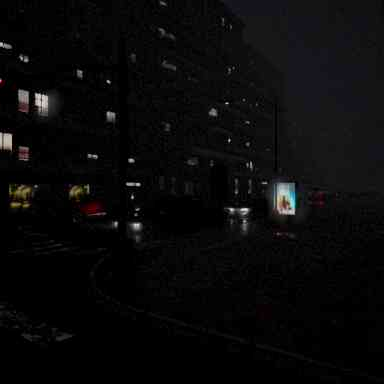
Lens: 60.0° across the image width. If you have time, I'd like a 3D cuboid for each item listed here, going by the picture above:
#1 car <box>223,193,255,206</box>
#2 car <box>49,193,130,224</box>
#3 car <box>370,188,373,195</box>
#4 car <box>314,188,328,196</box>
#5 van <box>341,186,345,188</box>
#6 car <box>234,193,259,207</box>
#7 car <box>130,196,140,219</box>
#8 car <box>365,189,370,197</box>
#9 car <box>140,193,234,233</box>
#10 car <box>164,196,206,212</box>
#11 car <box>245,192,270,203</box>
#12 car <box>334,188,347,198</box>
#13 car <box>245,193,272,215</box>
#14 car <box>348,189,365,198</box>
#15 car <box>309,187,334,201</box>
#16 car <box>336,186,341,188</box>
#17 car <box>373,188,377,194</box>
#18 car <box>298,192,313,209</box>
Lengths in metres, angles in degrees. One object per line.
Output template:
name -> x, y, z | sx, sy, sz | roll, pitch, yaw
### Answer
car -> 5.789, 0.828, 40.607 | 2.008, 1.369, 4.403 | 2, 2, 35
car -> -6.955, 1.009, 22.444 | 2.192, 1.841, 5.009 | 1, 2, 35
car -> 34.995, 0.095, 67.627 | 1.887, 1.381, 4.507 | 1, 2, 35
car -> 28.094, -0.025, 72.377 | 1.967, 1.590, 4.097 | 2, 2, 35
van -> 37.654, -0.447, 85.992 | 1.690, 1.788, 3.998 | 2, 2, 35
car -> 5.948, 0.873, 36.326 | 1.812, 1.442, 4.674 | 0, 1, 35
car -> -3.071, 0.993, 23.502 | 2.097, 1.767, 4.553 | 0, 1, 35
car -> 31.809, 0.097, 63.084 | 1.967, 1.590, 4.097 | 1, 2, 35
car -> -0.062, 1.025, 17.680 | 2.192, 1.841, 5.009 | 1, 2, 35
car -> -0.584, 1.069, 31.529 | 1.802, 1.307, 4.206 | 2, 2, 35
car -> 8.974, 0.754, 45.146 | 1.802, 1.307, 4.206 | 2, 2, 35
car -> 25.090, 0.405, 58.053 | 1.895, 1.301, 4.718 | 0, 1, 35
car -> 6.311, 1.069, 26.766 | 1.947, 1.339, 4.313 | 1, 2, 35
car -> 28.621, 0.308, 58.547 | 1.887, 1.381, 4.507 | 1, 2, 35
car -> 18.906, 0.232, 49.245 | 2.150, 2.045, 5.566 | 0, 1, 35
car -> 34.467, -0.240, 81.456 | 1.967, 1.590, 4.097 | 2, 2, 35
car -> 38.183, -0.012, 72.167 | 1.887, 1.381, 4.507 | 1, 2, 35
car -> 9.498, 0.964, 31.307 | 1.947, 1.339, 4.313 | 1, 2, 35
